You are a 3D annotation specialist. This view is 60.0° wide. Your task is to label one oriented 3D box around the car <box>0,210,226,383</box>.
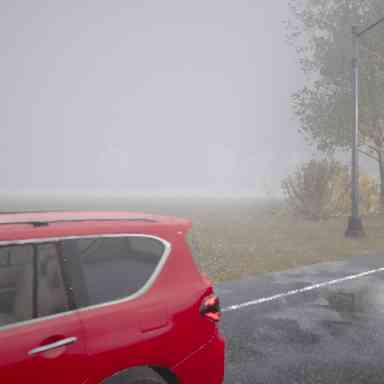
[{"bbox_3d":[-2.309,1.222,2.422,5.566,2.045,2.150,0,0,-34],"label":"car"}]
